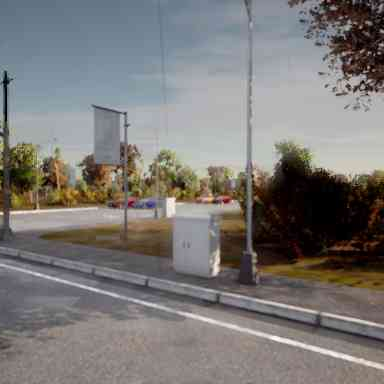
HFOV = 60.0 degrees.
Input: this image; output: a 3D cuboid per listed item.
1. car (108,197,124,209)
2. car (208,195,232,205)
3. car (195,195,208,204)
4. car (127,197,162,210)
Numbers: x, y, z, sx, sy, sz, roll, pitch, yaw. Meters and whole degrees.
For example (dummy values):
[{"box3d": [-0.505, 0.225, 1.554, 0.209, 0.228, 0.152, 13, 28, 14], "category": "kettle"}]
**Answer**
[{"box3d": [-8.811, 1.415, 43.537, 1.882, 1.535, 5.008, 0, 0, 32], "category": "car"}, {"box3d": [5.285, 1.431, 59.044, 1.882, 1.535, 5.008, 0, 0, 33], "category": "car"}, {"box3d": [2.382, 1.294, 61.000, 2.097, 1.767, 4.553, 0, 0, 33], "category": "car"}, {"box3d": [-5.622, 1.470, 42.029, 1.812, 1.442, 4.674, 0, 0, 32], "category": "car"}]
